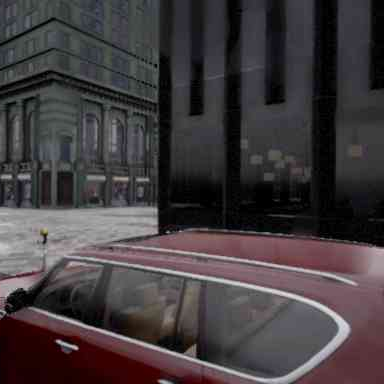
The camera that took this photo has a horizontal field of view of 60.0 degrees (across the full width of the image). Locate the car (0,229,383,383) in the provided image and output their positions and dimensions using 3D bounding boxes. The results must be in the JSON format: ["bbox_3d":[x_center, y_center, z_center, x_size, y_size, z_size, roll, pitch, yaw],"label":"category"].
[{"bbox_3d":[-0.294,1.313,3.187,5.009,1.841,2.192,0,1,35],"label":"car"}]
